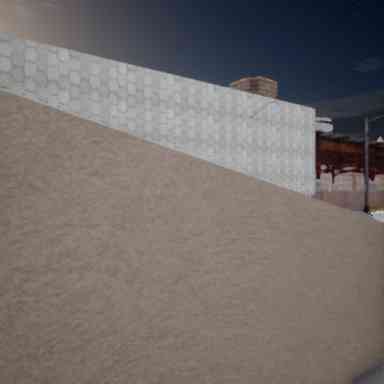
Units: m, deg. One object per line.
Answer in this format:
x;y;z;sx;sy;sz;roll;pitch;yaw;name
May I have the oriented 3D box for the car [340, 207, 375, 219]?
8.341;1.516;18.417;4.181;1.385;1.994;0;0;-35;car
